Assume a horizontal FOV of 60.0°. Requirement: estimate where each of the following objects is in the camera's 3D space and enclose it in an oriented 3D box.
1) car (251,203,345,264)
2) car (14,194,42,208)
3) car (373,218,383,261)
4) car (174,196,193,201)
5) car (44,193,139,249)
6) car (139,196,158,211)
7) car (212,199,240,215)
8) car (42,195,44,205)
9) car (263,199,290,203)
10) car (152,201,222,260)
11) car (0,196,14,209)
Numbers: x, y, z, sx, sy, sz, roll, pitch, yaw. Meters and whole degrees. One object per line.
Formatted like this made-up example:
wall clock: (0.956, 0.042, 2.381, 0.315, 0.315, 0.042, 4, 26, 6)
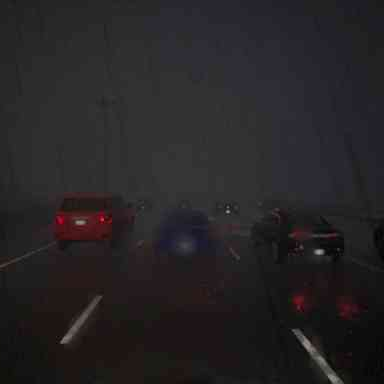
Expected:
car: (3.278, 1.337, 11.143, 2.128, 1.511, 4.902, 0, 1, -1)
car: (-18.845, 1.048, 39.849, 1.882, 1.535, 5.008, 0, 1, -3)
car: (6.843, 1.093, 8.156, 2.150, 2.045, 5.566, 0, 1, -1)
car: (-0.827, 1.118, 32.523, 1.812, 1.442, 4.674, 0, 1, -2)
car: (-3.790, 1.063, 13.777, 2.150, 2.045, 5.566, 0, 1, -1)
car: (-4.289, 1.116, 31.160, 2.128, 1.511, 4.902, 0, 1, -2)
car: (2.785, 1.230, 28.439, 1.895, 1.301, 4.718, 0, 1, -1)
car: (-15.265, 1.173, 38.616, 1.895, 1.301, 4.718, 0, 1, -3)
car: (6.363, 1.202, 25.320, 2.033, 1.411, 5.357, 0, 1, -1)
car: (-0.240, 1.328, 11.780, 1.882, 1.535, 5.008, 0, 1, -1)
car: (-22.277, 1.142, 39.005, 2.033, 1.411, 5.357, 0, 1, -3)
